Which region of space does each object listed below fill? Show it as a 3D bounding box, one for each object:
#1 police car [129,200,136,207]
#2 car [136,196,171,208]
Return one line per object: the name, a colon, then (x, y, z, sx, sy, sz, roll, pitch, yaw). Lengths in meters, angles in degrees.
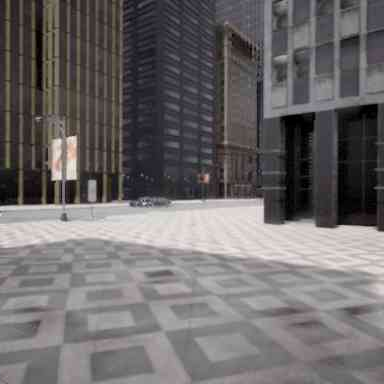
police car: (-7.252, 1.460, 49.898, 2.038, 1.542, 4.974, 0, 0, 36)
car: (-5.095, 1.459, 47.468, 2.128, 1.511, 4.902, 0, 0, 36)
